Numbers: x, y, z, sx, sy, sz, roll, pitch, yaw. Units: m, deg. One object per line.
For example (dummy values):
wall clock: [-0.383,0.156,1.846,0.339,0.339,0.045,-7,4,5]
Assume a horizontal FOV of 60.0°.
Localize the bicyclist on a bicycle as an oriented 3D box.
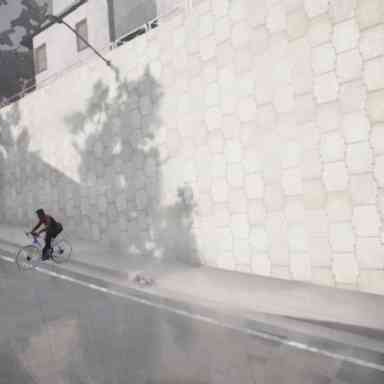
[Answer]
bicyclist on a bicycle: [-4.074,1.284,9.268,0.582,1.620,1.656,3,3,37]
